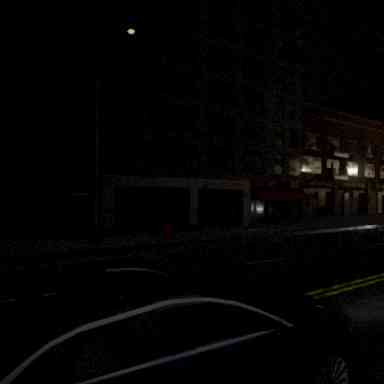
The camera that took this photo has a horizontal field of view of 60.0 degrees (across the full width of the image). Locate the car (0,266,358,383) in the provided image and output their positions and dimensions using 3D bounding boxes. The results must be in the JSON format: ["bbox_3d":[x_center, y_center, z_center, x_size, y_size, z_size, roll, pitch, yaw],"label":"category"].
[{"bbox_3d":[-0.355,1.505,3.144,4.902,1.511,2.128,1,0,-35],"label":"car"}]
